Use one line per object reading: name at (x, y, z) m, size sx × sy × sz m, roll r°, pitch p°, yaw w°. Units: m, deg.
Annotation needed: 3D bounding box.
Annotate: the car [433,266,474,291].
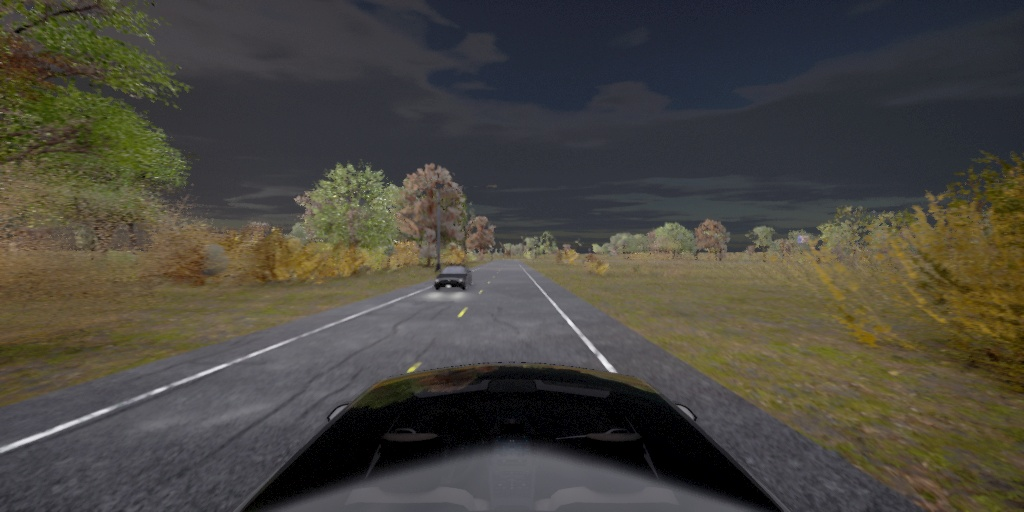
car at (-3.508, 1.308, 22.540) m, size 2.033 × 1.411 × 5.357 m, roll 0°, pitch 0°, yaw 0°
